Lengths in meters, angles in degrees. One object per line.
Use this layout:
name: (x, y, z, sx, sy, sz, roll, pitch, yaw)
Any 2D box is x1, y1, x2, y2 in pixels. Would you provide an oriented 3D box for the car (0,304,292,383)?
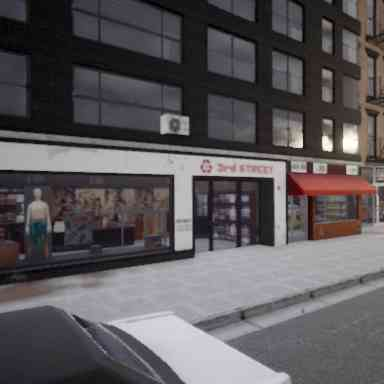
car: (-1.623, 1.601, 1.912, 4.718, 1.301, 1.895, 0, 0, -36)
